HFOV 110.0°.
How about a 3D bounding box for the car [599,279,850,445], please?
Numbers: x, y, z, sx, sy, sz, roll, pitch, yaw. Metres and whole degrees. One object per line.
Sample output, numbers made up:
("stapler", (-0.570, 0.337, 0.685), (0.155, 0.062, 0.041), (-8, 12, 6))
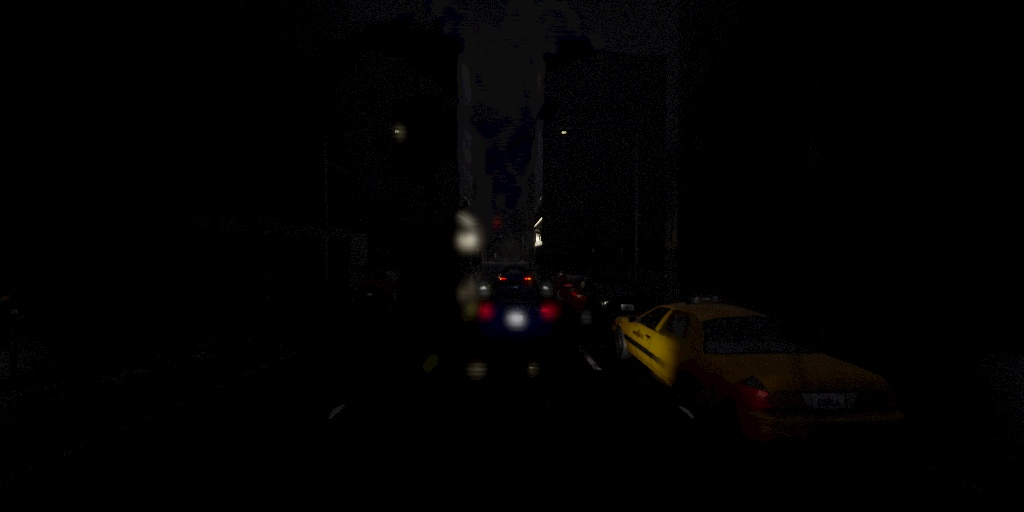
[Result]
("car", (2.874, 1.273, 5.549), (1.751, 1.417, 4.829), (0, 0, 0))

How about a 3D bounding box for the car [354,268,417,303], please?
("car", (-5.669, 1.285, 16.549), (1.888, 1.381, 4.507), (0, 0, 0))

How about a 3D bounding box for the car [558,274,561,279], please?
("car", (2.876, 1.322, 16.551), (1.802, 1.307, 4.207), (0, 0, 0))

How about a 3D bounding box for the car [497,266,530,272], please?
("car", (0.104, 1.264, 19.663), (1.812, 1.442, 4.674), (0, 0, -2))

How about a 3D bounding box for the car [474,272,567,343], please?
("car", (0.101, 1.309, 9.649), (1.994, 1.385, 4.181), (0, 0, 0))

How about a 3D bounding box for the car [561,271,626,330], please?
("car", (2.875, 1.310, 10.965), (1.948, 1.339, 4.313), (0, 0, 0))
